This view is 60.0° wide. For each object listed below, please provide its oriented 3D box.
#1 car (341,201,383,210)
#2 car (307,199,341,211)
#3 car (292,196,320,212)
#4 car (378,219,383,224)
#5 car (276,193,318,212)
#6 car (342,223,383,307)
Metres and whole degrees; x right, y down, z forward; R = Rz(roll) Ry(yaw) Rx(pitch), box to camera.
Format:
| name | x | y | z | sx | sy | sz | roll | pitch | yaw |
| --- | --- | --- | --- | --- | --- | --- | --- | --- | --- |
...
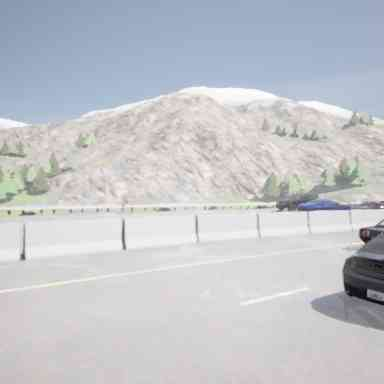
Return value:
| name | x | y | z | sx | sy | sz | roll | pitch | yaw |
| --- | --- | --- | --- | --- | --- | --- | --- | --- | --- |
| car | 15.577 | 1.522 | 28.678 | 4.892 | 1.490 | 1.837 | 0 | 0 | -25 |
| car | 13.687 | 1.599 | 31.691 | 4.718 | 1.301 | 1.895 | 0 | 0 | -25 |
| car | 13.573 | 1.466 | 35.455 | 5.008 | 1.535 | 1.882 | 0 | 0 | -24 |
| car | 8.943 | 1.618 | 13.309 | 4.718 | 1.301 | 1.895 | 0 | 0 | -29 |
| car | 12.475 | 1.193 | 38.817 | 5.566 | 2.045 | 2.150 | 0 | 0 | -24 |
| car | 5.213 | 1.518 | 7.019 | 4.892 | 1.490 | 1.837 | 0 | 0 | -32 |
